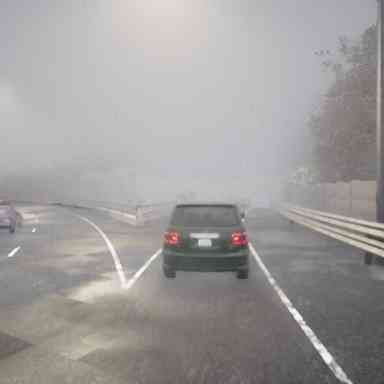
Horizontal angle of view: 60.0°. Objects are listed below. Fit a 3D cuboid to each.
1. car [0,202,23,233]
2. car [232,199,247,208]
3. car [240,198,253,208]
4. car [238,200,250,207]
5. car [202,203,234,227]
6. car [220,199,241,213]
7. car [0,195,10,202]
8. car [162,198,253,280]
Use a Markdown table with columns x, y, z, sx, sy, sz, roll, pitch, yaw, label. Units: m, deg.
| x | y | z | sx | sy | sz | roll | pitch | yaw | label |
| --- | --- | --- | --- | --- | --- | --- | --- | --- | --- |
| -10.887 | 1.505 | 18.926 | 2.033 | 1.411 | 5.357 | 0 | 0 | -22 | car |
| 7.336 | 1.727 | 51.574 | 1.994 | 1.385 | 4.181 | 0 | -2 | 12 | car |
| 11.826 | 2.383 | 71.789 | 2.150 | 2.045 | 5.566 | 0 | -4 | 14 | car |
| 9.683 | 2.179 | 62.003 | 1.895 | 1.301 | 4.718 | 0 | -3 | 13 | car |
| 1.923 | 1.519 | 23.307 | 1.994 | 1.385 | 4.181 | 0 | 0 | 9 | car |
| 4.387 | 1.499 | 37.394 | 1.994 | 1.385 | 4.181 | 0 | 0 | 12 | car |
| -26.459 | 1.250 | 45.586 | 2.097 | 1.767 | 4.553 | 0 | 0 | -37 | car |
| 0.458 | 1.203 | 10.097 | 2.150 | 2.045 | 5.566 | 0 | 0 | 4 | car |
